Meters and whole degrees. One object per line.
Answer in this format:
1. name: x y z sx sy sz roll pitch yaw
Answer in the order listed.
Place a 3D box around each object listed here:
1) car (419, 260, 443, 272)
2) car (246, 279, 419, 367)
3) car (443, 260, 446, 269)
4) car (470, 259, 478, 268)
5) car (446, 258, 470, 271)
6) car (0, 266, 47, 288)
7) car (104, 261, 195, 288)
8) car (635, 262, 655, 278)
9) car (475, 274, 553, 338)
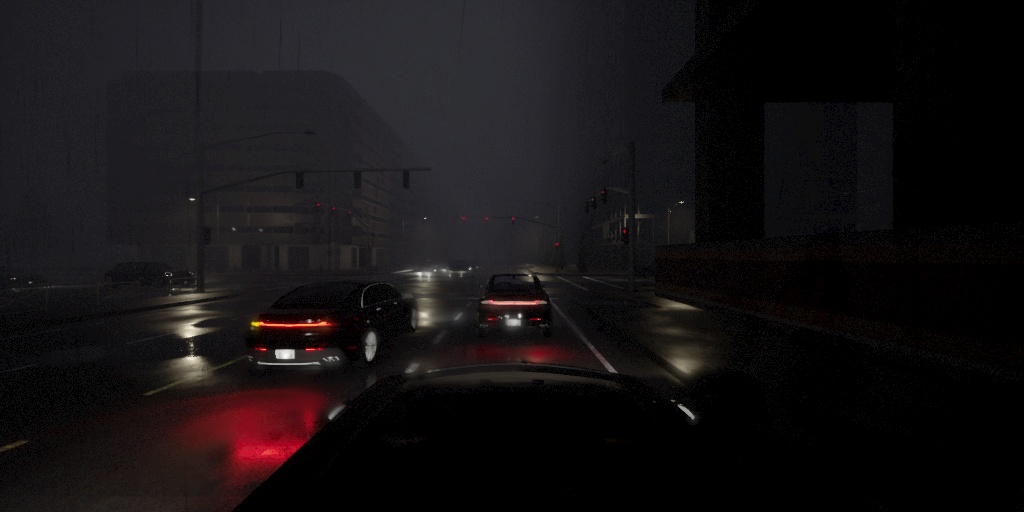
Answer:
1. car: -10.984 1.241 47.497 2.128 1.511 4.902 0 0 0
2. car: -3.451 1.255 7.909 1.837 1.490 4.892 0 0 0
3. car: -10.954 1.351 56.841 1.895 1.301 4.718 0 0 1
4. car: -7.411 1.314 60.285 1.994 1.385 4.181 0 0 1
5. car: -7.491 1.228 50.268 1.882 1.535 5.008 0 0 0
6. car: -34.321 1.353 23.601 5.357 1.411 2.033 0 0 0
7. car: -23.706 1.157 23.584 4.553 1.767 2.097 0 0 0
8. car: 13.946 1.297 34.220 4.902 1.511 2.128 0 0 0
9. car: 0.059 1.242 10.229 2.128 1.511 4.902 0 0 0
